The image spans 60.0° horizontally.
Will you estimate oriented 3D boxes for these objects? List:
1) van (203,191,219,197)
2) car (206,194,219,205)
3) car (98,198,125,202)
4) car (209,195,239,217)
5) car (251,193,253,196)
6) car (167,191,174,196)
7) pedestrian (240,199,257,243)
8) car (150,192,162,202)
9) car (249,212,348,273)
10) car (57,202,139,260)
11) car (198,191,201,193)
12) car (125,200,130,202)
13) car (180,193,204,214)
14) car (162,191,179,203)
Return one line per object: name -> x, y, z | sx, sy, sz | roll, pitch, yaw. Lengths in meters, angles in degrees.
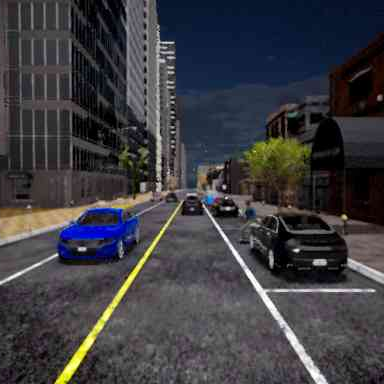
van -> 2.632, 0.783, 43.186 | 1.690, 1.788, 3.998 | -1, 1, 0
car -> 2.647, 1.166, 32.122 | 1.802, 1.307, 4.206 | -1, 1, 0
car -> -5.724, 1.255, 20.886 | 1.752, 1.417, 4.829 | -1, 1, 0
car -> 2.652, 1.222, 26.587 | 1.947, 1.339, 4.313 | -1, 1, 0
car -> 16.449, 0.422, 77.530 | 5.009, 1.841, 2.192 | 1, 1, 1
car -> -5.932, 0.341, 92.038 | 1.752, 1.417, 4.829 | -1, 1, 0
pedestrian -> 2.218, 1.123, 13.106 | 0.375, 1.860, 0.375 | -1, 2, -2
car -> -5.758, 0.740, 54.262 | 1.967, 1.590, 4.097 | -1, 1, 0
car -> 2.989, 1.372, 10.204 | 1.837, 1.490, 4.892 | 0, 1, 0
car -> -3.112, 1.322, 11.922 | 1.882, 1.535, 5.008 | 0, 1, 0
car -> 0.002, 0.937, 45.546 | 1.812, 1.442, 4.674 | 0, 1, 0
car -> -5.729, 1.184, 26.420 | 1.752, 1.417, 4.829 | -1, 1, 0
car -> 0.026, 1.121, 29.648 | 1.837, 1.490, 4.892 | 0, 1, 0
car -> -3.120, 0.843, 51.211 | 1.837, 1.490, 4.892 | 0, 1, 0
